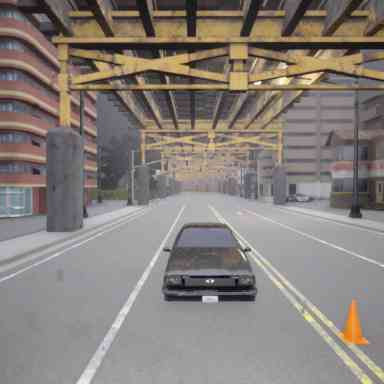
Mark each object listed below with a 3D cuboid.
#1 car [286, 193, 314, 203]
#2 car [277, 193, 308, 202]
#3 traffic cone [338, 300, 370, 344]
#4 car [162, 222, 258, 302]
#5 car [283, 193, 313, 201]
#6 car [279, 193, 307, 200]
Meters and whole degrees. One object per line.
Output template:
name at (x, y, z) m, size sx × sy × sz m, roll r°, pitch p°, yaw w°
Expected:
car at (17.458, 1.005, 54.781) m, size 4.974 × 1.542 × 2.038 m, roll 0°, pitch 1°, yaw -20°
car at (17.806, 0.958, 58.938) m, size 4.974 × 1.542 × 2.038 m, roll 0°, pitch 1°, yaw 25°
traffic cone at (2.453, 1.949, 5.059) m, size 0.340 × 0.580 × 0.340 m, roll 0°, pitch 0°, yaw 0°
car at (0.360, 1.533, 8.666) m, size 2.033 × 1.411 × 5.357 m, roll 0°, pitch 0°, yaw 1°
car at (17.507, 0.848, 54.797) m, size 4.536 × 1.218 × 1.853 m, roll 0°, pitch 1°, yaw -20°
car at (17.853, 0.801, 58.915) m, size 4.536 × 1.218 × 1.853 m, roll 0°, pitch 1°, yaw 25°
